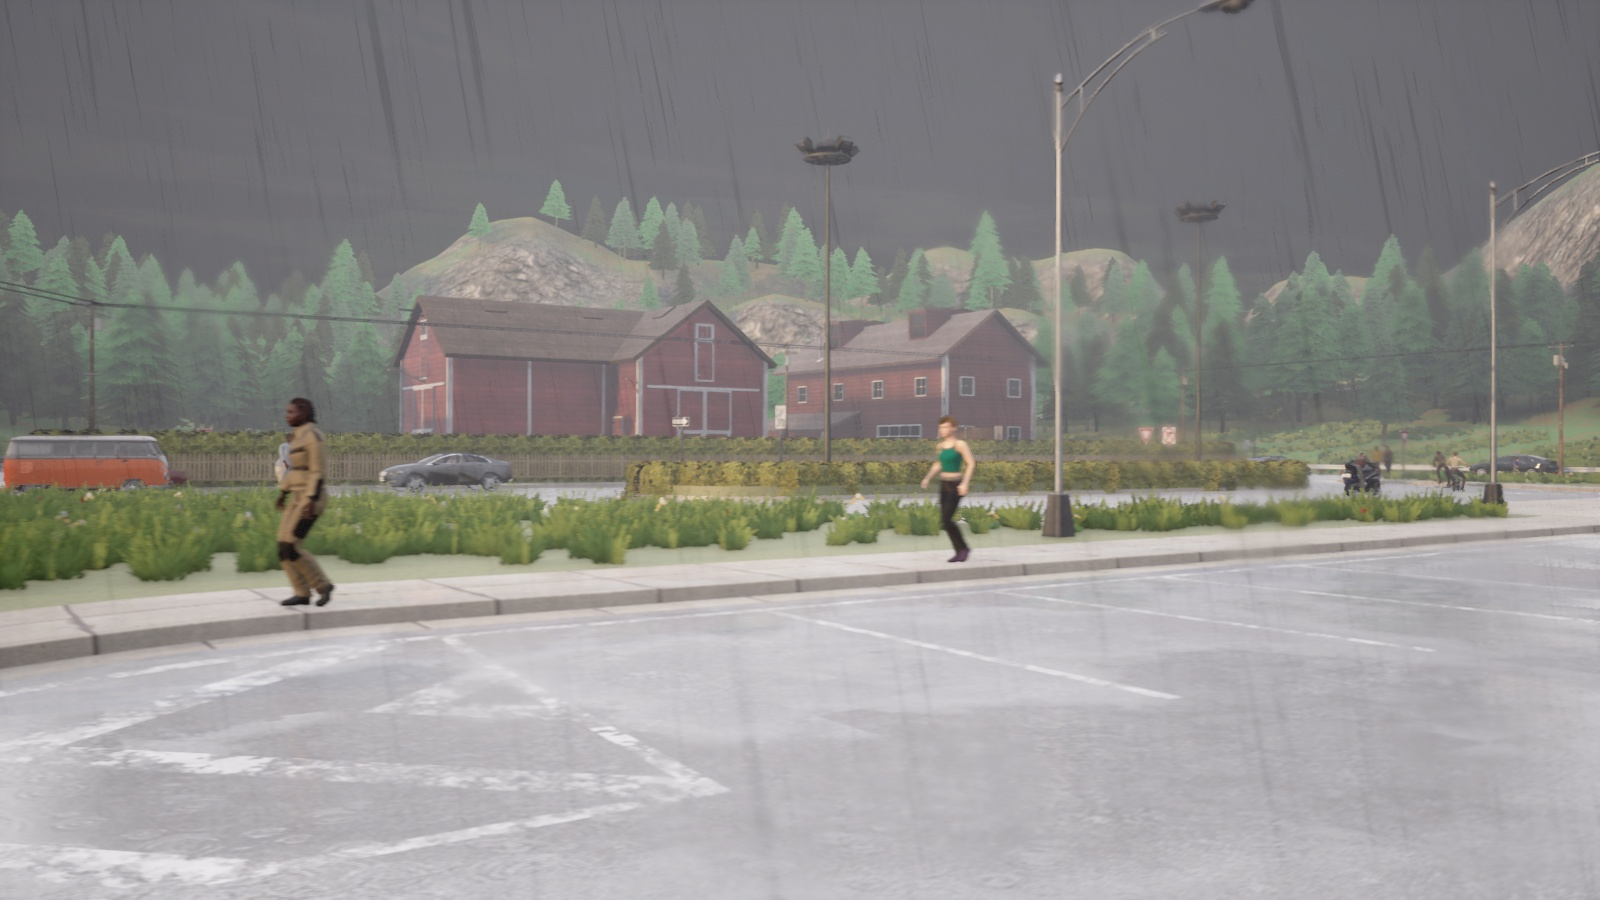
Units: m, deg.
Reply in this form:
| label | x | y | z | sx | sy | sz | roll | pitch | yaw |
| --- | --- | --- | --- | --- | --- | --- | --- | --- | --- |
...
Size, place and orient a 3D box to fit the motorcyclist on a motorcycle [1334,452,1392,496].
| label | x | y | z | sx | sy | sz | roll | pitch | yaw |
| --- | --- | --- | --- | --- | --- | --- | --- | --- | --- |
| motorcyclist on a motorcycle | 20.147 | 0.847 | 44.923 | 2.191 | 1.530 | 0.866 | 0 | 0 | -34 |

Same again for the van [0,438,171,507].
| label | x | y | z | sx | sy | sz | roll | pitch | yaw |
| --- | --- | --- | --- | --- | --- | --- | --- | --- | --- |
| van | -21.427 | 0.636 | 37.746 | 4.442 | 1.987 | 1.775 | 0 | 0 | -29 |

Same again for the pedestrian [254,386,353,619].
| label | x | y | z | sx | sy | sz | roll | pitch | yaw |
| --- | --- | --- | --- | --- | --- | --- | --- | --- | --- |
| pedestrian | -4.256 | 0.435 | 10.771 | 0.692 | 1.930 | 0.396 | 0 | 0 | -40 |

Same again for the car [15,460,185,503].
| label | x | y | z | sx | sy | sz | roll | pitch | yaw |
| --- | --- | --- | --- | --- | --- | --- | --- | --- | --- |
| car | -22.809 | 0.993 | 40.964 | 4.718 | 1.301 | 1.895 | 0 | 0 | -33 |

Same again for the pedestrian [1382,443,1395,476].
| label | x | y | z | sx | sy | sz | roll | pitch | yaw |
| --- | --- | --- | --- | --- | --- | --- | --- | --- | --- |
| pedestrian | 32.488 | 0.501 | 69.328 | 0.869 | 1.805 | 0.328 | 0 | 0 | -41 |

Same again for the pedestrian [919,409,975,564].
| label | x | y | z | sx | sy | sz | roll | pitch | yaw |
| --- | --- | --- | --- | --- | --- | --- | --- | --- | --- |
| pedestrian | 1.790 | 0.434 | 15.253 | 0.594 | 1.836 | 0.345 | 0 | 0 | -37 |

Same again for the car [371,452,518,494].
| label | x | y | z | sx | sy | sz | roll | pitch | yaw |
| --- | --- | --- | --- | --- | --- | --- | --- | --- | --- |
| car | -13.368 | 0.845 | 47.308 | 4.902 | 1.511 | 2.128 | 0 | 0 | -34 |

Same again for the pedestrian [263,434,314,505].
| label | x | y | z | sx | sy | sz | roll | pitch | yaw |
| --- | --- | --- | --- | --- | --- | --- | --- | --- | --- |
| pedestrian | -13.584 | 0.510 | 33.331 | 0.900 | 1.855 | 0.874 | 0 | 0 | 25 |

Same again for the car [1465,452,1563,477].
| label | x | y | z | sx | sy | sz | roll | pitch | yaw |
| --- | --- | --- | --- | --- | --- | --- | --- | --- | --- |
| car | 43.678 | 0.846 | 76.911 | 1.837 | 1.490 | 4.892 | 0 | 0 | -38 |

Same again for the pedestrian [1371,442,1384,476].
| label | x | y | z | sx | sy | sz | roll | pitch | yaw |
| --- | --- | --- | --- | --- | --- | --- | --- | --- | --- |
| pedestrian | 31.519 | 0.501 | 68.485 | 0.726 | 1.835 | 0.370 | 0 | 0 | -40 |

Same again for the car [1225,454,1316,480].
| label | x | y | z | sx | sy | sz | roll | pitch | yaw |
| --- | --- | --- | --- | --- | --- | --- | --- | --- | --- |
| car | 26.203 | 0.908 | 69.879 | 5.357 | 1.411 | 2.033 | 0 | 0 | -34 |
